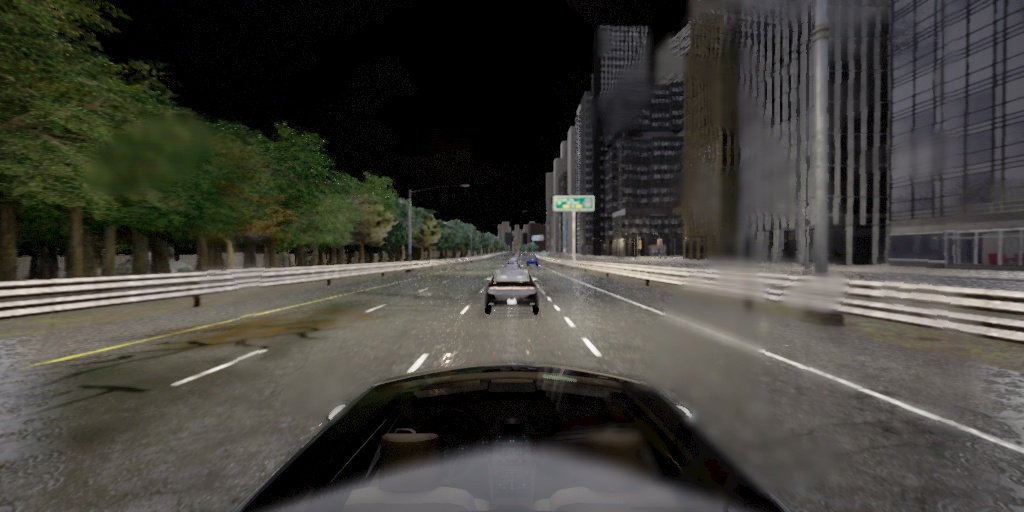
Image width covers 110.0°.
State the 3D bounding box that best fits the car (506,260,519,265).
[{"bbox_3d":[0.030,1.338,33.900,1.994,1.385,4.181,0,0,0],"label":"car"}]

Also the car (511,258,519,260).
[{"bbox_3d":[0.134,1.316,52.402,1.994,1.385,4.181,0,0,0],"label":"car"}]

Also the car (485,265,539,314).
[{"bbox_3d":[-0.003,1.258,13.921,2.128,1.511,4.902,0,0,0],"label":"car"}]
